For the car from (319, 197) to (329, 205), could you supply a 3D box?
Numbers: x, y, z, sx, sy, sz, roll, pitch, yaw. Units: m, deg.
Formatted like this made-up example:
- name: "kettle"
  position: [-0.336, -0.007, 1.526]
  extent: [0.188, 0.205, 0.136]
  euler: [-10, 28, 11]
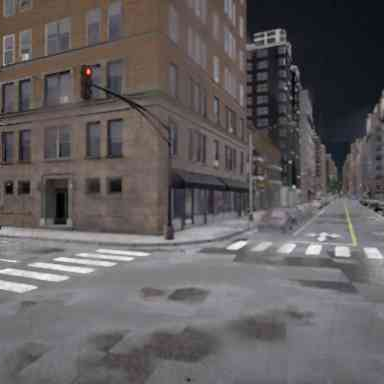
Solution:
- name: "car"
  position: [25.841, 2.170, 66.569]
  extent: [1.947, 1.339, 4.313]
  euler: [0, 0, 24]

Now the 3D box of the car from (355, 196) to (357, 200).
- name: "car"
  position: [42.715, 2.140, 83.245]
  extent: [1.967, 1.590, 4.097]
  euler: [0, 0, 24]

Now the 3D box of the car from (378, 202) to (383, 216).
- name: "car"
  position: [19.974, 1.811, 32.831]
  extent: [1.887, 1.381, 4.507]
  euler: [0, 0, 24]

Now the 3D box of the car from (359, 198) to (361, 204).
- name: "car"
  position: [35.893, 2.151, 68.120]
  extent: [1.802, 1.307, 4.206]
  euler: [0, 0, 24]

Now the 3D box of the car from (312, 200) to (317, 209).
- name: "car"
  position: [12.200, 1.888, 36.328]
  extent: [1.887, 1.381, 4.507]
  euler: [0, 0, 24]

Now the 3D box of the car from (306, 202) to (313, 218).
- name: "car"
  position: [9.926, 1.850, 31.288]
  extent: [2.008, 1.369, 4.403]
  euler: [0, 0, 24]

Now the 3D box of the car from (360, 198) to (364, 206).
- name: "car"
  position: [33.619, 2.093, 63.079]
  extent: [1.947, 1.339, 4.313]
  euler: [0, 0, 24]

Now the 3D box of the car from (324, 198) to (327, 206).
- name: "car"
  position: [21.294, 2.084, 56.489]
  extent: [1.947, 1.339, 4.313]
  euler: [0, 0, 24]

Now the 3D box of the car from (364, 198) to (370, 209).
- name: "car"
  position: [29.070, 1.992, 52.996]
  extent: [2.008, 1.369, 4.403]
  euler: [0, 0, 24]

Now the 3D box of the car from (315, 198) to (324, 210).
- name: "car"
  position: [18.951, 1.999, 51.294]
  extent: [1.752, 1.417, 4.829]
  euler: [0, 0, 24]

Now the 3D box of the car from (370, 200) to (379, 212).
- name: "car"
  position: [24.522, 1.920, 42.914]
  extent: [1.947, 1.339, 4.313]
  euler: [0, 0, 24]

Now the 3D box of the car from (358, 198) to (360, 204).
- name: "car"
  position: [38.167, 2.179, 73.162]
  extent: [1.947, 1.339, 4.313]
  euler: [0, 0, 24]

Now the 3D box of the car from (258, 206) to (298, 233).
- name: "car"
  position: [5.378, 1.793, 21.208]
  extent: [1.802, 1.307, 4.206]
  euler: [0, 0, 24]

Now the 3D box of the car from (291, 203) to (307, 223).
- name: "car"
  position: [7.652, 1.821, 26.248]
  extent: [1.947, 1.339, 4.313]
  euler: [0, 0, 24]

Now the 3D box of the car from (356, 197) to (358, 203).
- name: "car"
  position: [40.442, 2.096, 78.204]
  extent: [1.967, 1.590, 4.097]
  euler: [0, 0, 24]

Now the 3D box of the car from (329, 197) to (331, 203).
- name: "car"
  position: [28.115, 1.962, 71.610]
  extent: [2.192, 1.841, 5.009]
  euler: [0, 0, 24]
